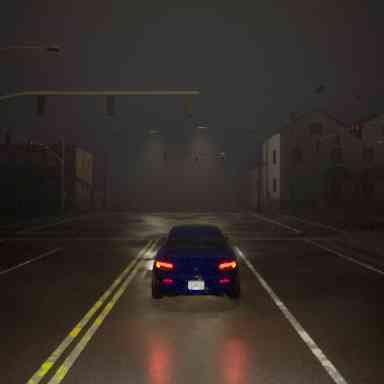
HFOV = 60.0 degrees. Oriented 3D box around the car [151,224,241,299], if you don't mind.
[{"bbox_3d":[0.092,1.523,8.322,1.812,1.442,4.674,0,0,0],"label":"car"}]
